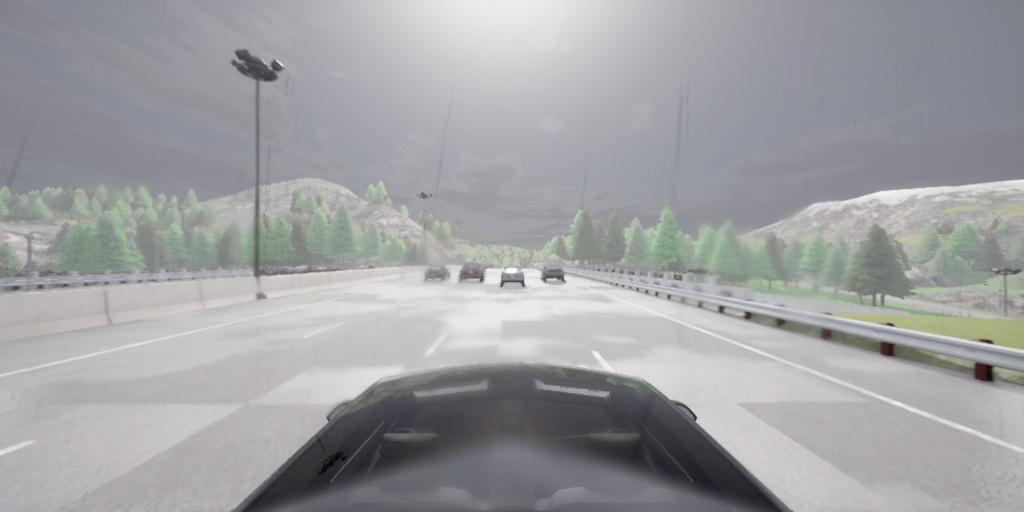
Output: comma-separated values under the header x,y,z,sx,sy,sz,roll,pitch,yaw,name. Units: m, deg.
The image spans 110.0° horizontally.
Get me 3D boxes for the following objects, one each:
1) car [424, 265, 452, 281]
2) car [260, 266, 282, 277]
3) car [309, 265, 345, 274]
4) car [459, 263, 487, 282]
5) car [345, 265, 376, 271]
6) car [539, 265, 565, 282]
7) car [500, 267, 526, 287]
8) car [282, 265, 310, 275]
x,y,z,sx,sy,sz,roll,pitch,yaw,name
-6.958,1.587,33.742,1.812,1.442,4.674,0,-1,0,car
-28.113,1.816,42.532,1.994,1.385,4.181,0,-1,0,car
-21.123,1.828,41.941,1.895,1.301,4.718,0,-1,0,car
-3.450,1.386,32.286,2.097,1.767,4.553,0,-1,0,car
-17.620,1.762,42.819,1.812,1.442,4.674,0,-1,0,car
3.551,1.522,32.070,1.837,1.490,4.892,0,-1,0,car
0.047,1.516,27.280,2.033,1.411,5.357,0,-1,0,car
-24.614,1.772,42.615,1.812,1.442,4.674,0,-1,0,car
